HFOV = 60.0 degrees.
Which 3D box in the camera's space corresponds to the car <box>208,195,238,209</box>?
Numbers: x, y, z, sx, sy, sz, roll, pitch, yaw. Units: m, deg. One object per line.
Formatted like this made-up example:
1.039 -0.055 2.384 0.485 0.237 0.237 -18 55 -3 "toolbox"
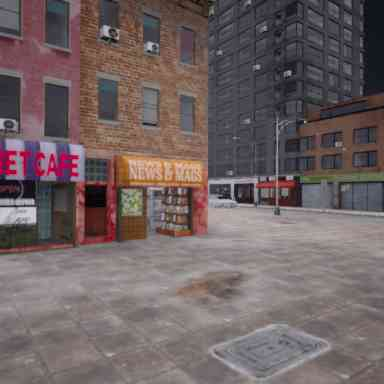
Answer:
2.825 1.048 35.422 1.812 1.442 4.674 1 1 -35 "car"
